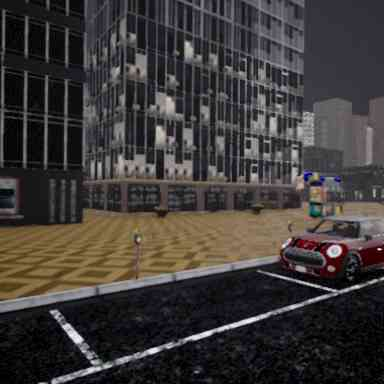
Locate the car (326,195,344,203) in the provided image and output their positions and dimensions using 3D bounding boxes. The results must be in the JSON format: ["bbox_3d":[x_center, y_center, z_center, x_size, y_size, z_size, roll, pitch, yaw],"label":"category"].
[{"bbox_3d":[31.732,1.526,74.894,2.192,1.841,5.009,1,-1,-35],"label":"car"}]

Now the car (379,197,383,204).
[{"bbox_3d":[34.148,1.456,56.308,1.967,1.590,4.097,1,-1,-35],"label":"car"}]

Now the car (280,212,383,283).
[{"bbox_3d":[4.418,1.441,9.659,4.097,1.590,1.967,0,1,-35],"label":"car"}]

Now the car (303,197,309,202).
[{"bbox_3d":[28.544,1.677,79.438,1.967,1.590,4.097,1,-1,-35],"label":"car"}]

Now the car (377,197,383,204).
[{"bbox_3d":[38.732,1.735,64.859,1.802,1.307,4.206,1,-1,-35],"label":"car"}]
